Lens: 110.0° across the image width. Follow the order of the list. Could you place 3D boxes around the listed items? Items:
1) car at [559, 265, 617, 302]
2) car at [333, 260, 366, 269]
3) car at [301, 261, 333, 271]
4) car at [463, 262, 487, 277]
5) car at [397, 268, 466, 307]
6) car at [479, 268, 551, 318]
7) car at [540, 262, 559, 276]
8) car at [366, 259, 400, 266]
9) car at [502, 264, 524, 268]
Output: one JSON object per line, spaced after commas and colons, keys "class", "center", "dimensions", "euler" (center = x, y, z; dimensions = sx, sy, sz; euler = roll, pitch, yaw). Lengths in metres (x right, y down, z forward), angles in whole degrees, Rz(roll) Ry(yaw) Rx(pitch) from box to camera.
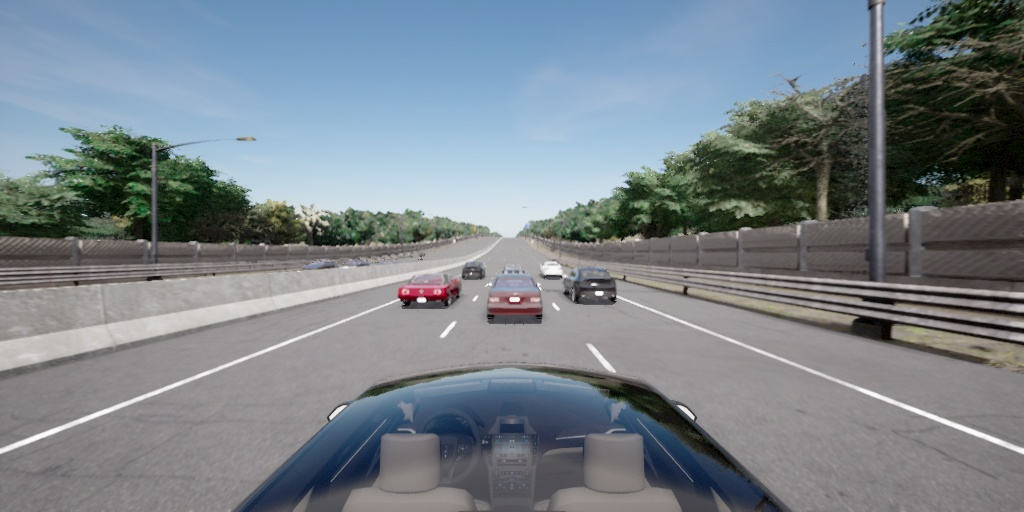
{"class": "car", "center": [3.594, 1.287, 17.150], "dimensions": [1.837, 1.490, 4.892], "euler": [0, 0, 0]}
{"class": "car", "center": [-17.588, 1.156, 40.461], "dimensions": [2.128, 1.511, 4.902], "euler": [0, 1, 0]}
{"class": "car", "center": [-21.092, 1.217, 39.844], "dimensions": [2.033, 1.411, 5.357], "euler": [0, 1, 0]}
{"class": "car", "center": [-3.405, 1.233, 32.442], "dimensions": [1.837, 1.490, 4.892], "euler": [0, 0, 0]}
{"class": "car", "center": [-3.406, 1.383, 15.794], "dimensions": [1.895, 1.301, 4.718], "euler": [0, 0, 0]}
{"class": "car", "center": [0.089, 1.329, 13.056], "dimensions": [2.033, 1.411, 5.357], "euler": [0, 0, 0]}
{"class": "car", "center": [3.595, 1.249, 33.182], "dimensions": [1.812, 1.442, 4.674], "euler": [0, 0, 0]}
{"class": "car", "center": [-14.090, 1.157, 40.443], "dimensions": [2.128, 1.511, 4.902], "euler": [0, 1, 0]}
{"class": "car", "center": [0.094, 1.338, 30.964], "dimensions": [1.895, 1.301, 4.718], "euler": [0, 0, 0]}
